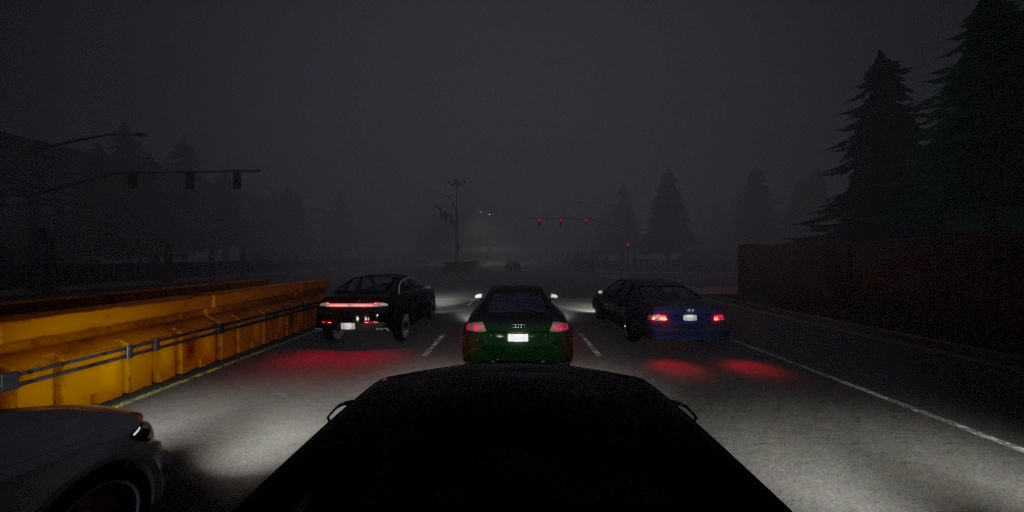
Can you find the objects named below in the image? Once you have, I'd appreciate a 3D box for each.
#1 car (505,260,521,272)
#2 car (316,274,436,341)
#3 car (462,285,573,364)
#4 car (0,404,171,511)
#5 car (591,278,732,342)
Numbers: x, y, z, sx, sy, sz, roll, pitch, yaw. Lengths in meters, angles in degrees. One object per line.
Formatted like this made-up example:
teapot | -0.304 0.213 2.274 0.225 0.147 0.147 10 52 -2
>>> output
car | 0.101 1.228 46.031 1.882 1.535 5.008 0 0 0
car | -3.399 1.241 9.857 2.128 1.511 4.902 0 0 0
car | 0.099 1.314 7.906 1.994 1.385 4.181 0 0 0
car | -3.403 1.276 0.621 1.812 1.442 4.674 0 0 0
car | 3.600 1.297 9.763 2.033 1.411 5.357 0 0 0
